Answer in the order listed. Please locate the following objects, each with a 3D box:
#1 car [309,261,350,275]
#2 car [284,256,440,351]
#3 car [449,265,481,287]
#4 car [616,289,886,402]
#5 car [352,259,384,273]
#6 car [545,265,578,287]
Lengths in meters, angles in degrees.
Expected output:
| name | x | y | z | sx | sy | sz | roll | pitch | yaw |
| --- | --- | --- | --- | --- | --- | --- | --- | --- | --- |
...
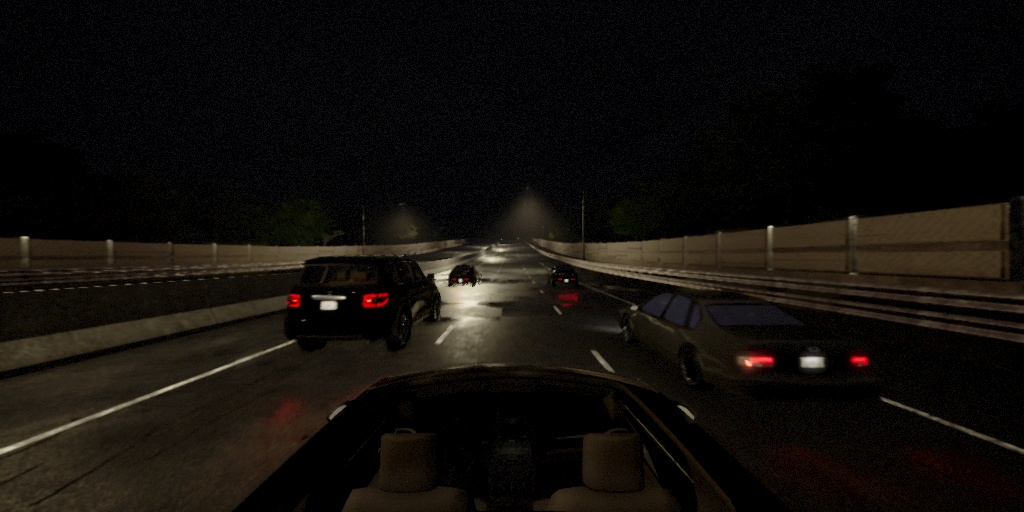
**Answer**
| name | x | y | z | sx | sy | sz | roll | pitch | yaw |
| --- | --- | --- | --- | --- | --- | --- | --- | --- | --- |
| car | -21.082 | 1.316 | 41.682 | 2.033 | 1.411 | 5.357 | 0 | 1 | 0 |
| car | -3.401 | 1.029 | 9.348 | 2.150 | 2.045 | 5.566 | 0 | 0 | 0 |
| car | -3.404 | 1.372 | 26.146 | 1.837 | 1.490 | 4.892 | 0 | 0 | 0 |
| car | 3.599 | 1.338 | 6.807 | 2.033 | 1.411 | 5.357 | 0 | 0 | 0 |
| car | -17.569 | 1.209 | 43.940 | 1.882 | 1.535 | 5.008 | 0 | 1 | 0 |
| car | 3.597 | 1.372 | 26.098 | 1.837 | 1.490 | 4.892 | 0 | 0 | 0 |
